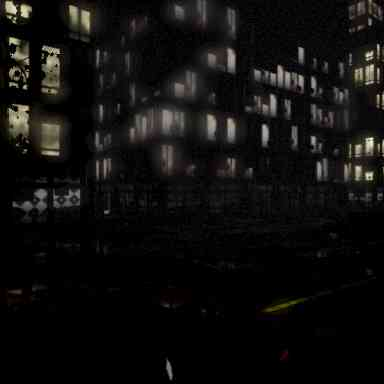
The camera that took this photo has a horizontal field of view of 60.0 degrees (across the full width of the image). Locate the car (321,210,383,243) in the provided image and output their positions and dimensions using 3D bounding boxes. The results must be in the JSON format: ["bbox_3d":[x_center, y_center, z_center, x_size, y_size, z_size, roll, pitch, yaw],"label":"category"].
[{"bbox_3d":[8.140,1.563,16.226,4.313,1.339,1.947,0,0,-36],"label":"car"}]

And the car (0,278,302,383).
[{"bbox_3d":[-1.215,1.477,2.567,5.008,1.535,1.882,0,0,-36],"label":"car"}]
